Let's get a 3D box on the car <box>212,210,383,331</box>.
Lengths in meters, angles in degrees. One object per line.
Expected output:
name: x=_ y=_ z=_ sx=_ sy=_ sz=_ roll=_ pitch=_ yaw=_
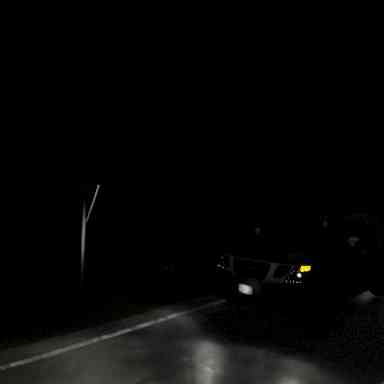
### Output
car: x=2.919 y=1.459 z=7.775 sx=5.566 sy=2.045 sz=2.150 roll=3 pitch=-2 yaw=-44
